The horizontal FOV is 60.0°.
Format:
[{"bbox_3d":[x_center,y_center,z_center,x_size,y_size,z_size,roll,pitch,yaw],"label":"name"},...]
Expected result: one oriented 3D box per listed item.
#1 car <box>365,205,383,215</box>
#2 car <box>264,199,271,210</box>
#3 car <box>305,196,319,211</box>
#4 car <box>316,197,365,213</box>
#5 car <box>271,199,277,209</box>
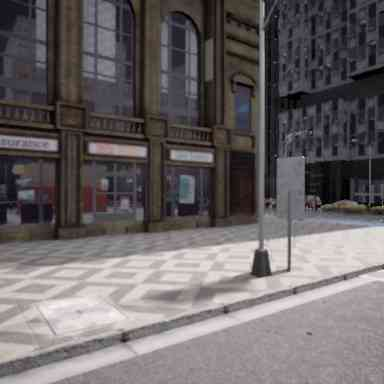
[{"bbox_3d":[19.883,1.544,32.175,1.752,1.417,4.829,0,0,-35],"label":"car"},{"bbox_3d":[6.652,1.592,40.803,2.033,1.411,5.357,0,0,-35],"label":"car"},{"bbox_3d":[13.535,1.365,41.200,2.192,1.841,5.009,0,0,-35],"label":"car"},{"bbox_3d":[16.660,1.560,36.757,1.752,1.417,4.829,0,0,-35],"label":"car"},{"bbox_3d":[10.312,1.610,45.781,1.887,1.381,4.507,0,0,-35],"label":"car"}]
